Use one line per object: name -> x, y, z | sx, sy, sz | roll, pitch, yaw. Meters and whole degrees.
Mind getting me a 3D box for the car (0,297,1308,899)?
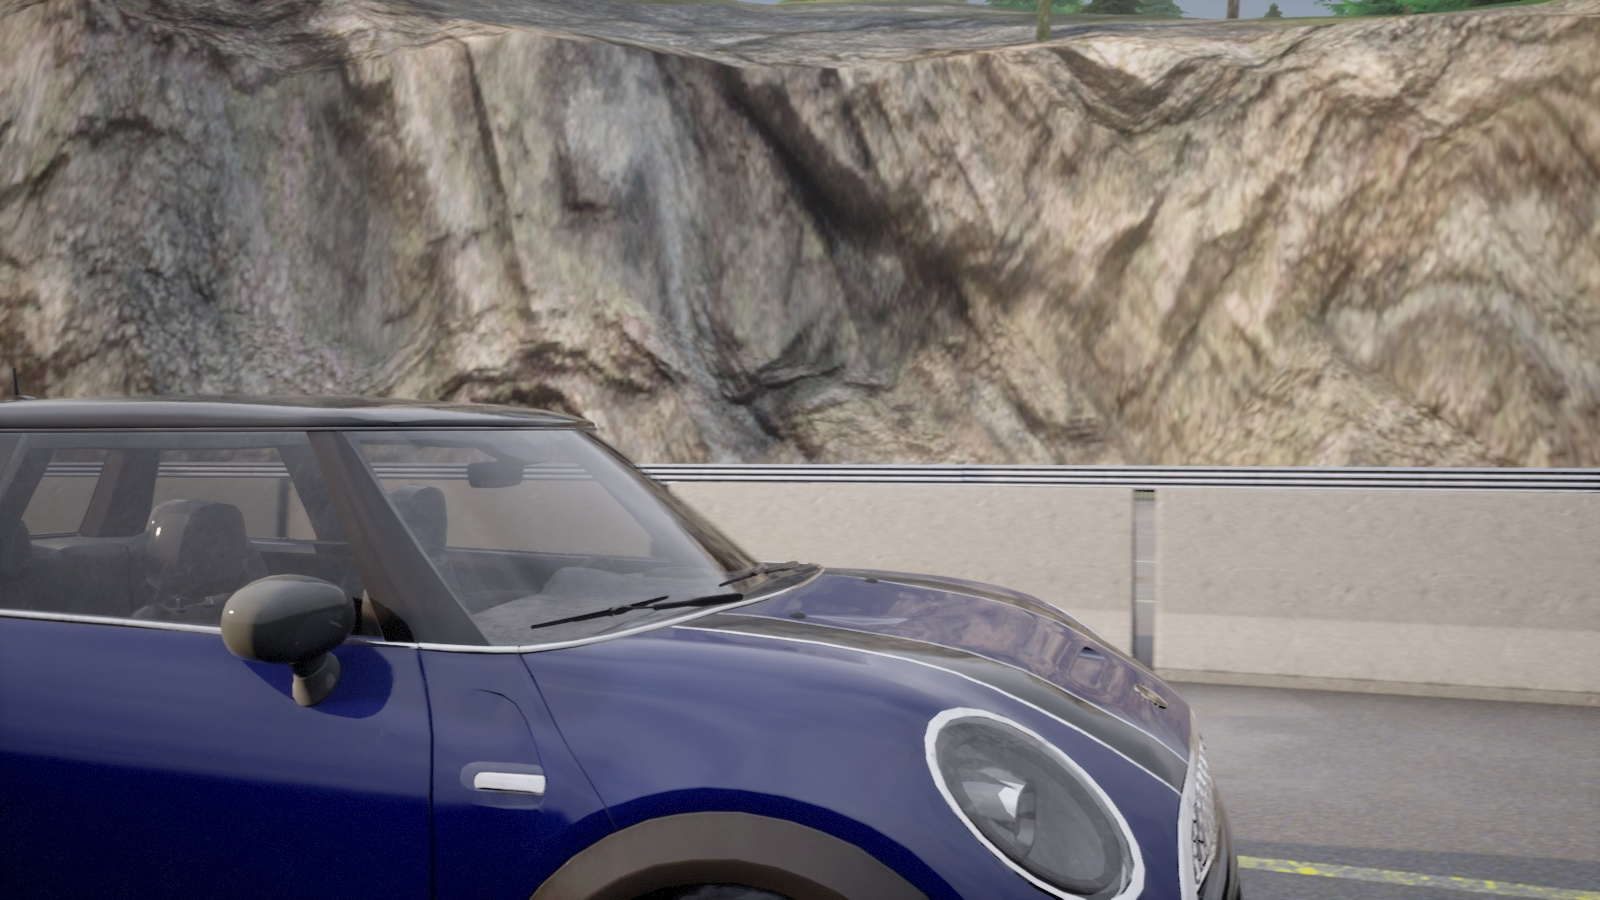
car -> -1.106, 0.622, 3.557 | 4.553, 1.767, 2.097 | 1, 1, 18
